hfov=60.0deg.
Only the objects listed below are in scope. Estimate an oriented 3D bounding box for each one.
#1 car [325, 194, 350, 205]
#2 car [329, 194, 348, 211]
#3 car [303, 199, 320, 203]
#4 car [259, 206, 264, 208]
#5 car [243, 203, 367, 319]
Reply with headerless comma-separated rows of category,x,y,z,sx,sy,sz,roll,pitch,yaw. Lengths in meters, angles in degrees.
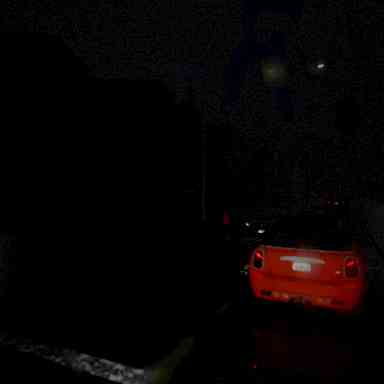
car,15.244,1.237,34.876,2.150,2.045,5.566,1,0,25
car,19.559,1.293,44.418,2.150,2.045,5.566,1,0,25
car,14.060,1.566,39.057,1.994,1.385,4.181,1,0,25
car,4.301,1.458,17.893,2.033,1.411,5.357,1,0,25
car,2.802,1.318,7.753,2.097,1.767,4.553,1,1,25
